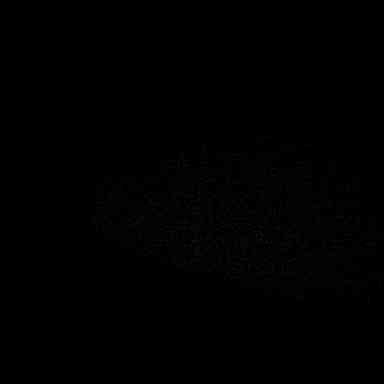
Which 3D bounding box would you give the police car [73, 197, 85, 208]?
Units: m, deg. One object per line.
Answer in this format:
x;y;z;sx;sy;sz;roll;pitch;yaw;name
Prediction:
-17.297;1.650;53.192;1.930;1.638;5.238;0;0;1;police car

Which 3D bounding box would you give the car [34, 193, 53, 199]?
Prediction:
-32.159;1.089;72.296;2.150;2.045;5.566;0;0;1;car
